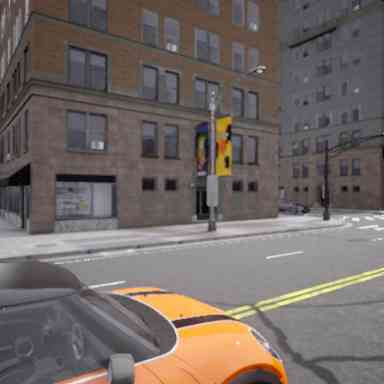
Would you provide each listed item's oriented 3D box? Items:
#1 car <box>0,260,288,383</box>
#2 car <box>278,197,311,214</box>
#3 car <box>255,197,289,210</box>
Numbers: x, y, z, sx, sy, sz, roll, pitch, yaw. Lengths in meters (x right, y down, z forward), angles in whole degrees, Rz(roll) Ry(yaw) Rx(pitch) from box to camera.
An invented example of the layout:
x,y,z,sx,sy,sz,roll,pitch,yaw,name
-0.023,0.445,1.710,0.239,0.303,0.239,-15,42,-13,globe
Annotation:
x,y,z,sx,sy,sz,roll,pitch,yaw,name
-1.337,1.352,2.482,4.553,1.767,2.097,0,0,-36,car
10.323,1.581,35.076,1.994,1.385,4.181,0,0,-36,car
10.587,1.478,44.181,1.967,1.590,4.097,0,0,-35,car
